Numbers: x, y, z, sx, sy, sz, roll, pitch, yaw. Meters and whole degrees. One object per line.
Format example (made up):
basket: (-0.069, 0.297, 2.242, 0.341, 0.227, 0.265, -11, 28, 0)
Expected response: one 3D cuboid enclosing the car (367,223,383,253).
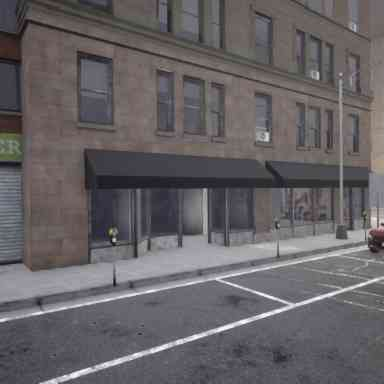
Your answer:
car: (8.377, 1.541, 12.566, 4.507, 1.381, 1.887, 0, -1, -36)
